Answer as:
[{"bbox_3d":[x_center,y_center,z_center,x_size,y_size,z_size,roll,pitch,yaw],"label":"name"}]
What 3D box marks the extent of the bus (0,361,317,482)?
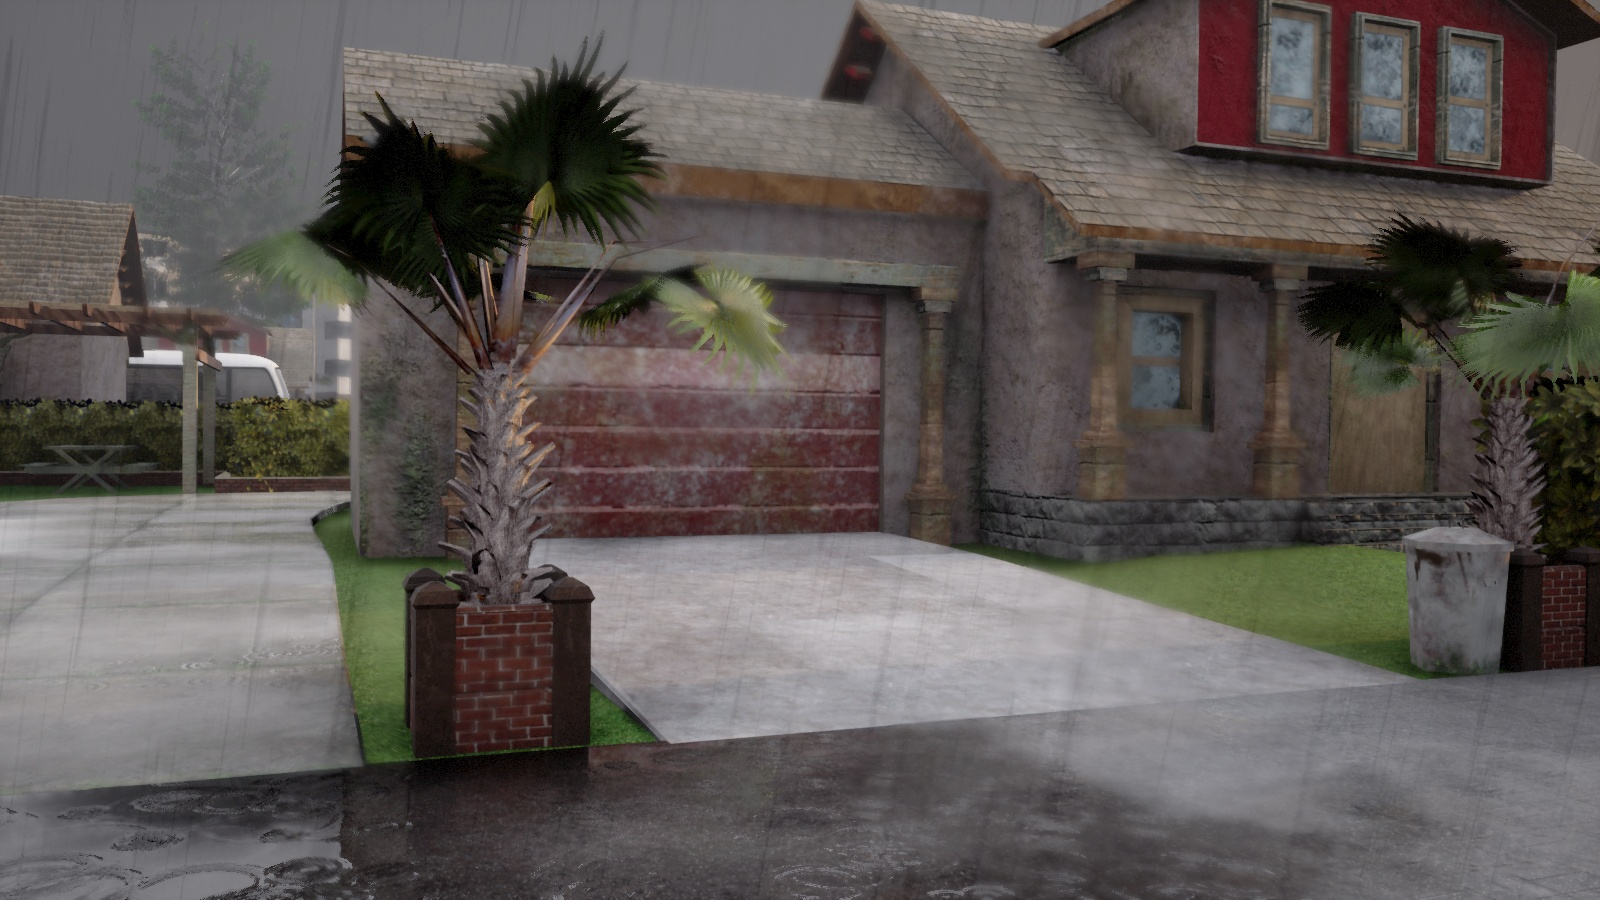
[{"bbox_3d":[-23.884,-1.096,47.675,10.273,4.253,3.944,-1,1,-21],"label":"bus"}]
